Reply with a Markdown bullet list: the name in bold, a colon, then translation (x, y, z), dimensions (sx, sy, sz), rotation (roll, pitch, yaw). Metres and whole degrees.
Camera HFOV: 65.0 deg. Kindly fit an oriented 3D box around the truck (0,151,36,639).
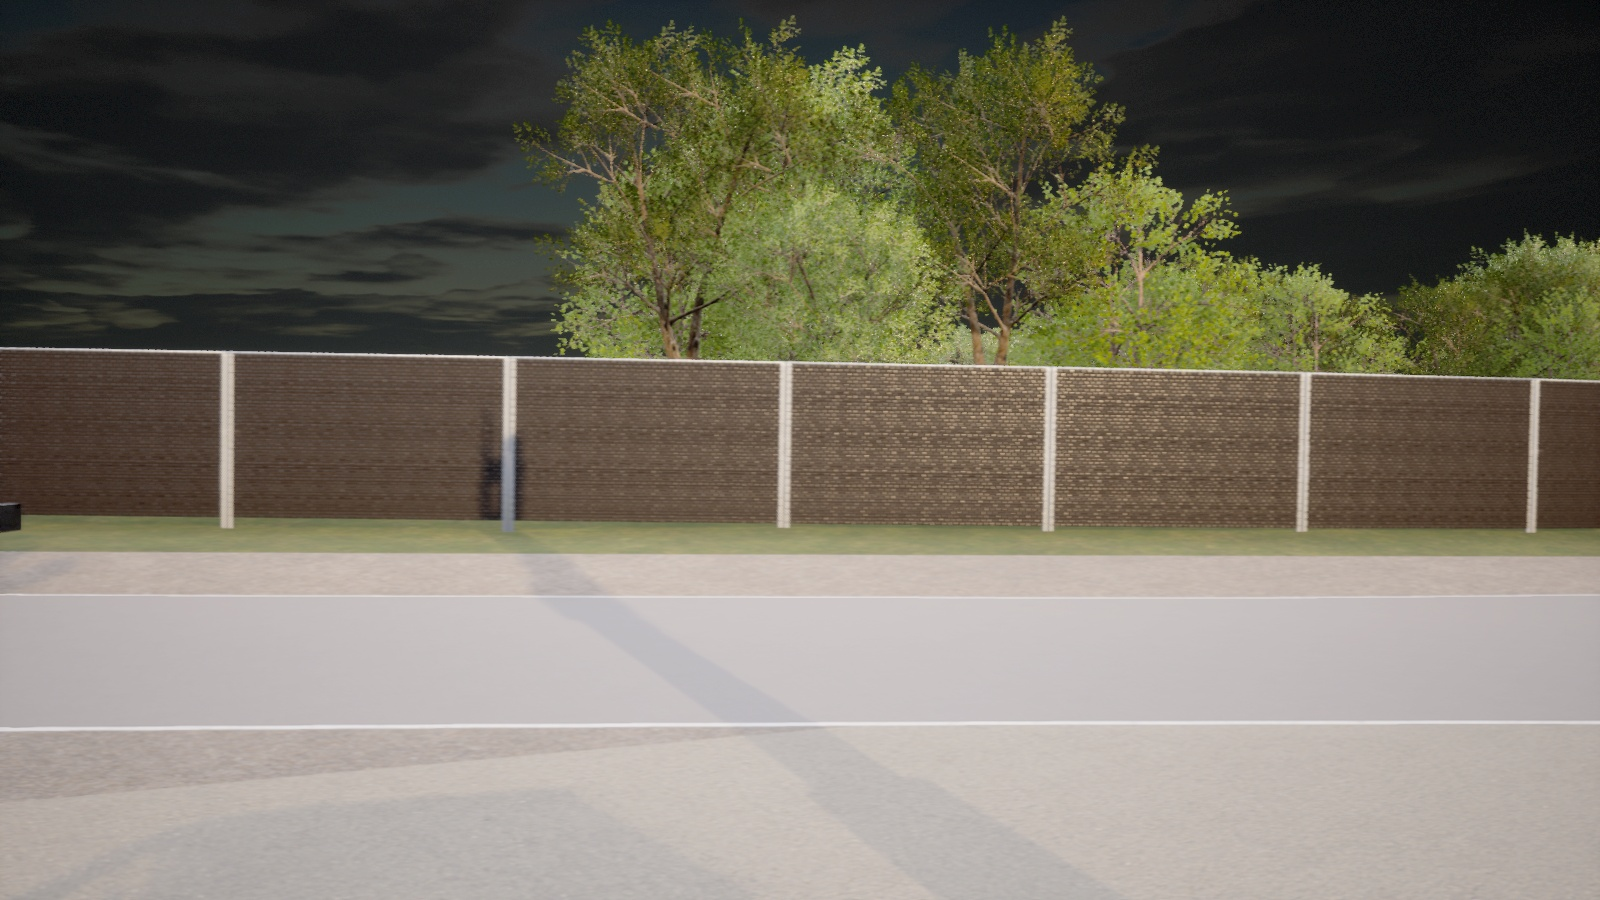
- **truck**: translation (-9.640, -0.351, 7.817), dimensions (7.936, 3.462, 2.891), rotation (0, 1, 0)
